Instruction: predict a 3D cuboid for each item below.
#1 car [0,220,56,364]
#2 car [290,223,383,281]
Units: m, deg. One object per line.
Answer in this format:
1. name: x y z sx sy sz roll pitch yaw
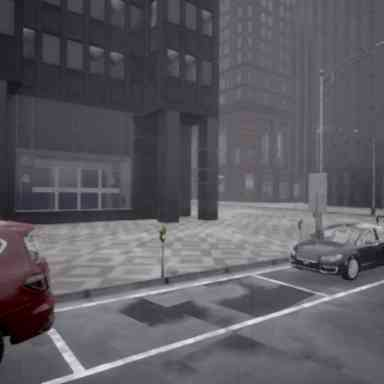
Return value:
1. car: -4.171 1.302 3.671 5.009 1.841 2.192 1 0 -36
2. car: 4.800 1.643 10.076 4.403 1.369 2.008 1 0 -36
